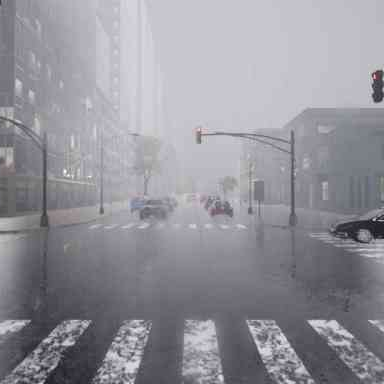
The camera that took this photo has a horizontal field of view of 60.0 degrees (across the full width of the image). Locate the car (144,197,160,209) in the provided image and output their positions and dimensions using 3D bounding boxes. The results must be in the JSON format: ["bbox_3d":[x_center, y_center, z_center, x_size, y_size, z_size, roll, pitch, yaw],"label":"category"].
[{"bbox_3d":[-5.720,1.530,47.851,1.752,1.417,4.829,1,0,0],"label":"car"}]

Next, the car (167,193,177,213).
[{"bbox_3d":[-3.132,1.357,37.767,2.097,1.767,4.553,0,0,0],"label":"car"}]

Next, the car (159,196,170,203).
[{"bbox_3d":[-5.742,1.571,70.717,1.947,1.339,4.313,1,0,0],"label":"car"}]

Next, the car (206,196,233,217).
[{"bbox_3d":[2.677,1.444,31.045,1.967,1.590,4.097,1,0,0],"label":"car"}]

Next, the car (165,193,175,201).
[{"bbox_3d":[-5.753,1.321,87.739,2.192,1.841,5.009,1,0,0],"label":"car"}]

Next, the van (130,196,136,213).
[{"bbox_3d":[-5.707,1.345,36.673,1.690,1.788,3.998,1,0,0],"label":"van"}]

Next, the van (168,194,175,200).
[{"bbox_3d":[-5.758,1.347,93.413,1.690,1.788,3.998,1,0,0],"label":"van"}]

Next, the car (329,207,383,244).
[{"bbox_3d":[8.648,1.439,14.763,4.892,1.490,1.837,-1,-1,0],"label":"car"}]

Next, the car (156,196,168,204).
[{"bbox_3d":[-5.737,1.571,65.043,1.947,1.339,4.313,1,0,0],"label":"car"}]

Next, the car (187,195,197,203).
[{"bbox_3d":[0.037,1.357,69.622,2.097,1.767,4.553,0,0,0],"label":"car"}]

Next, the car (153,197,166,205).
[{"bbox_3d":[-5.732,1.587,59.369,1.802,1.307,4.206,1,0,0],"label":"car"}]

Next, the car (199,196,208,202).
[{"bbox_3d":[2.633,1.571,76.437,1.947,1.339,4.313,1,0,0],"label":"car"}]

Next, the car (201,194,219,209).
[{"bbox_3d":[2.669,1.320,42.393,2.192,1.841,5.009,1,0,0],"label":"car"}]

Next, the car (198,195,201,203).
[{"bbox_3d":[2.648,1.320,65.089,2.192,1.841,5.009,1,0,0],"label":"car"}]

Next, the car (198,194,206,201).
[{"bbox_3d":[2.624,1.446,87.785,1.967,1.590,4.097,1,0,0],"label":"car"}]

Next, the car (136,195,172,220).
[{"bbox_3d":[-3.125,1.356,28.161,2.097,1.767,4.553,0,0,0],"label":"car"}]

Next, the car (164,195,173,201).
[{"bbox_3d":[-5.752,1.556,82.065,2.008,1.369,4.403,1,0,0],"label":"car"}]
